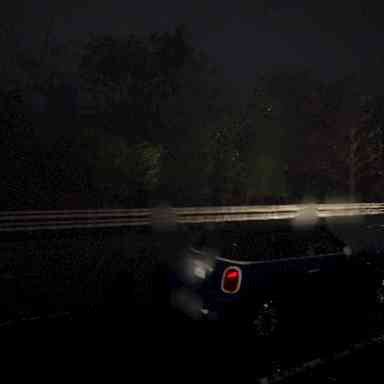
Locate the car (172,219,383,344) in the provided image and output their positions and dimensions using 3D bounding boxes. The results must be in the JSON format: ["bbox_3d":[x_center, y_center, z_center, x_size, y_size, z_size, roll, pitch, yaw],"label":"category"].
[{"bbox_3d":[1.973,1.358,6.598,4.553,1.767,2.097,0,0,-30],"label":"car"}]
